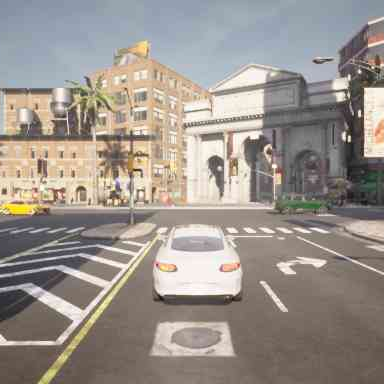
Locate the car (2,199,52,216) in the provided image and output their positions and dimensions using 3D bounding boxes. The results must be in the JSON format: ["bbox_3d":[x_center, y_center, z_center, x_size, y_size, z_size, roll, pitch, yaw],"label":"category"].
[{"bbox_3d":[-15.879,1.477,32.068,5.008,1.535,1.882,0,-1,20],"label":"car"}]

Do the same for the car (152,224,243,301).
[{"bbox_3d":[0.109,1.526,8.211,1.812,1.442,4.674,0,0,0],"label":"car"}]

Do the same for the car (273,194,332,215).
[{"bbox_3d":[10.948,1.221,33.209,5.566,2.045,2.150,0,0,1],"label":"car"}]
